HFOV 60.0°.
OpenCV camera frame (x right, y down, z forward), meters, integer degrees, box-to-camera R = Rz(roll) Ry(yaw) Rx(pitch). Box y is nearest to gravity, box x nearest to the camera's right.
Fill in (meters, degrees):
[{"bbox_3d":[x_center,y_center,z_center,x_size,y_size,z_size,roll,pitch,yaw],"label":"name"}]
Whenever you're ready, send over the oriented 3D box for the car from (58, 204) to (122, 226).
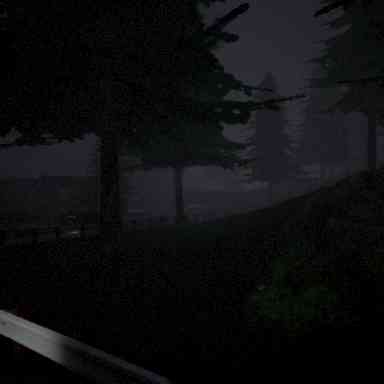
[{"bbox_3d":[-7.573,1.686,25.074,1.882,1.535,5.008,-1,-1,36],"label":"car"}]
